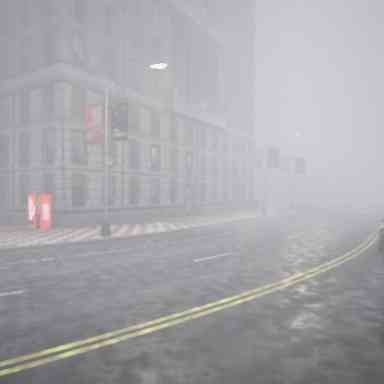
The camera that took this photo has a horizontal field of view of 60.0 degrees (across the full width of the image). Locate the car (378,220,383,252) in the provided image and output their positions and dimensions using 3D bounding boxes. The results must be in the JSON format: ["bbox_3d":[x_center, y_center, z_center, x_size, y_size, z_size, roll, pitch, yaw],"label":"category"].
[{"bbox_3d":[8.818,1.579,13.469,1.837,1.490,4.892,0,0,36],"label":"car"}]
